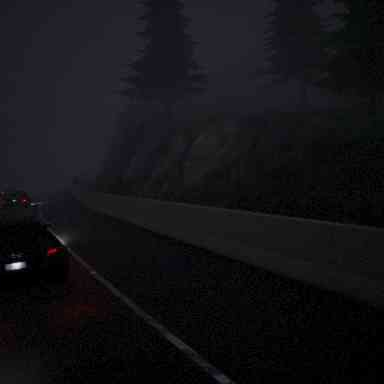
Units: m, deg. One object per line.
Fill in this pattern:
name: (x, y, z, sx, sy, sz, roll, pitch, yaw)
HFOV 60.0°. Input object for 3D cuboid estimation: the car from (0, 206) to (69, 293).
car: (-4.280, 1.294, 7.919, 1.994, 1.385, 4.181, -5, 4, -30)

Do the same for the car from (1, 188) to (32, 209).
car: (-14.619, 0.644, 27.904, 2.033, 1.411, 5.357, -4, 3, -22)
